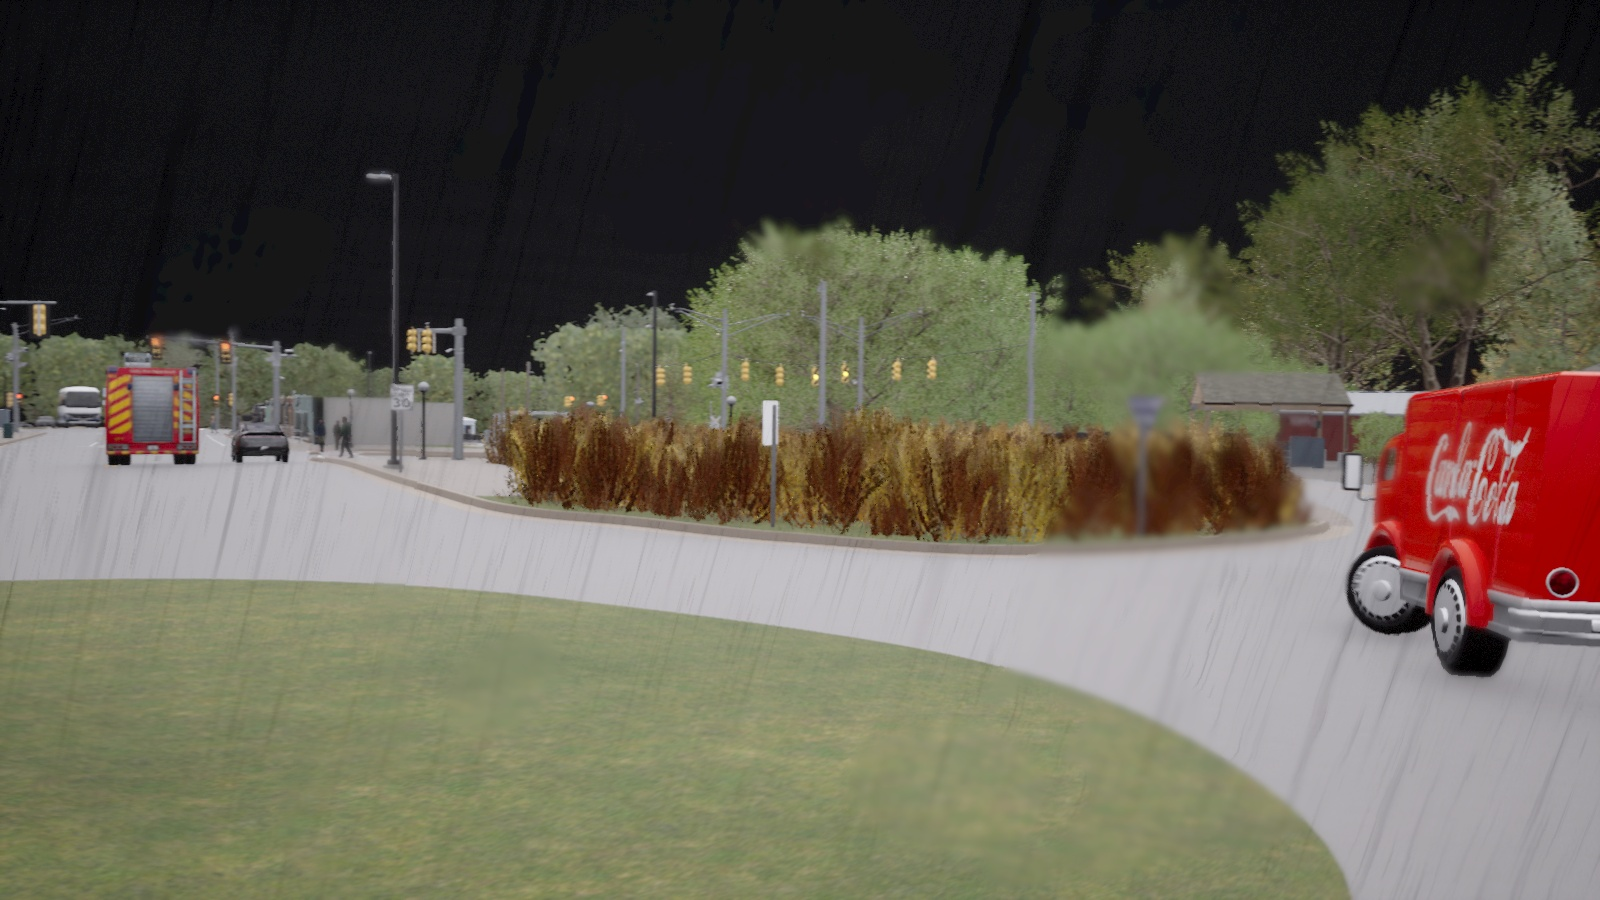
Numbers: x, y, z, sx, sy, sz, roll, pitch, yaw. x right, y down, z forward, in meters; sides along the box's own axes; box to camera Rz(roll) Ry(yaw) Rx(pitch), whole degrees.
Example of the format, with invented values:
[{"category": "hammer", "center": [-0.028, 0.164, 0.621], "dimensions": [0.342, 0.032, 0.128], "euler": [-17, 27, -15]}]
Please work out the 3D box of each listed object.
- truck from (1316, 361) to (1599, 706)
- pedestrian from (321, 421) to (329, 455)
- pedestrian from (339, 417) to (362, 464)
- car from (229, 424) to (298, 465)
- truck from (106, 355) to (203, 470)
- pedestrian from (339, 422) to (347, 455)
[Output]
[{"category": "truck", "center": [6.832, 0.661, 11.502], "dimensions": [2.627, 2.467, 5.204], "euler": [2, -1, 8]}, {"category": "pedestrian", "center": [-26.215, -0.667, 69.369], "dimensions": [0.402, 1.842, 0.726], "euler": [0, 2, -21]}, {"category": "pedestrian", "center": [-19.195, -0.410, 53.616], "dimensions": [0.788, 1.949, 0.423], "euler": [1, 2, 5]}, {"category": "car", "center": [-20.631, -0.215, 48.164], "dimensions": [2.128, 1.511, 4.902], "euler": [0, 0, -27]}, {"category": "truck", "center": [-23.755, -1.301, 46.210], "dimensions": [2.891, 3.827, 8.468], "euler": [-1, 1, -28]}, {"category": "pedestrian", "center": [-27.367, -0.696, 75.198], "dimensions": [0.395, 1.930, 0.692], "euler": [0, 2, -23]}]
